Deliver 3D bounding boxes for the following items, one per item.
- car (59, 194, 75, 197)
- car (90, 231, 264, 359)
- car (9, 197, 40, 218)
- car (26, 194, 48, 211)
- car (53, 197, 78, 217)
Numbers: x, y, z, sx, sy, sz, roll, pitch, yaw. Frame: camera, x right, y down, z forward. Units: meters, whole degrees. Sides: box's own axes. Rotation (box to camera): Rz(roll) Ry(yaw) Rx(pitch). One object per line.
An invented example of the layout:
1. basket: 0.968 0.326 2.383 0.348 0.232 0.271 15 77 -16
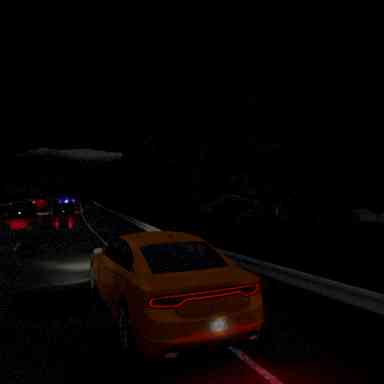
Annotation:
1. car: -15.531 1.221 41.393 2.150 2.045 5.566 0 0 -19
2. car: -0.709 1.478 6.309 1.882 1.535 5.008 0 0 -25
3. car: -15.245 1.505 30.105 1.837 1.490 4.892 0 0 -20
4. car: -18.691 1.221 39.987 2.150 2.045 5.566 0 0 -19
5. car: -12.074 1.492 31.505 2.128 1.511 4.902 0 0 -19
